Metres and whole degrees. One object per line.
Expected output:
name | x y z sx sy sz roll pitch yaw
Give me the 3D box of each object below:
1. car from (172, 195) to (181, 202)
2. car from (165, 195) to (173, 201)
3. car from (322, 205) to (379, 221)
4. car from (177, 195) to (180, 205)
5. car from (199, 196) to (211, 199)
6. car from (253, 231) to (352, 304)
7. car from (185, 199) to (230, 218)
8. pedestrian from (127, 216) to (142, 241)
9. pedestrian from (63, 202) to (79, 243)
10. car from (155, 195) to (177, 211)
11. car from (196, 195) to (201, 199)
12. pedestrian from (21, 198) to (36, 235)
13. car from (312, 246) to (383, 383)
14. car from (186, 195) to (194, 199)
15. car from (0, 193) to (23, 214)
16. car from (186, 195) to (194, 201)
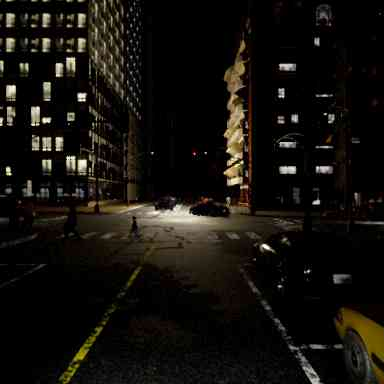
car | -3.471 1.496 75.665 1.882 1.535 5.008 0 0 0
car | -6.255 1.598 91.064 2.008 1.369 4.403 0 0 0
car | 14.453 1.836 30.349 4.829 1.417 1.752 1 -1 -1
car | -3.411 1.506 51.179 2.128 1.511 4.902 0 0 0
car | 2.430 1.595 49.958 1.802 1.307 4.206 0 0 0
car | 2.640 1.566 7.935 1.947 1.339 4.313 0 0 0
car | 1.648 1.635 31.543 1.994 1.385 4.181 0 1 -41
pedestrian | -2.653 1.295 15.363 0.375 1.860 0.375 0 0 0
pedestrian | -5.364 1.295 14.744 0.375 1.860 0.375 0 0 0
car | -3.350 1.360 40.839 2.097 1.767 4.553 0 0 0
car | 2.300 1.573 62.874 2.008 1.369 4.403 0 0 0
pedestrian | -7.855 1.143 15.928 0.375 1.860 0.375 0 0 0
car | 2.675 1.525 2.422 1.752 1.417 4.829 0 0 0
car | -0.450 1.574 72.539 1.994 1.385 4.181 0 0 0
car | -17.880 1.029 29.870 5.009 1.841 2.192 1 -1 -1
car | -0.512 1.396 82.541 2.128 1.511 4.902 0 0 0
